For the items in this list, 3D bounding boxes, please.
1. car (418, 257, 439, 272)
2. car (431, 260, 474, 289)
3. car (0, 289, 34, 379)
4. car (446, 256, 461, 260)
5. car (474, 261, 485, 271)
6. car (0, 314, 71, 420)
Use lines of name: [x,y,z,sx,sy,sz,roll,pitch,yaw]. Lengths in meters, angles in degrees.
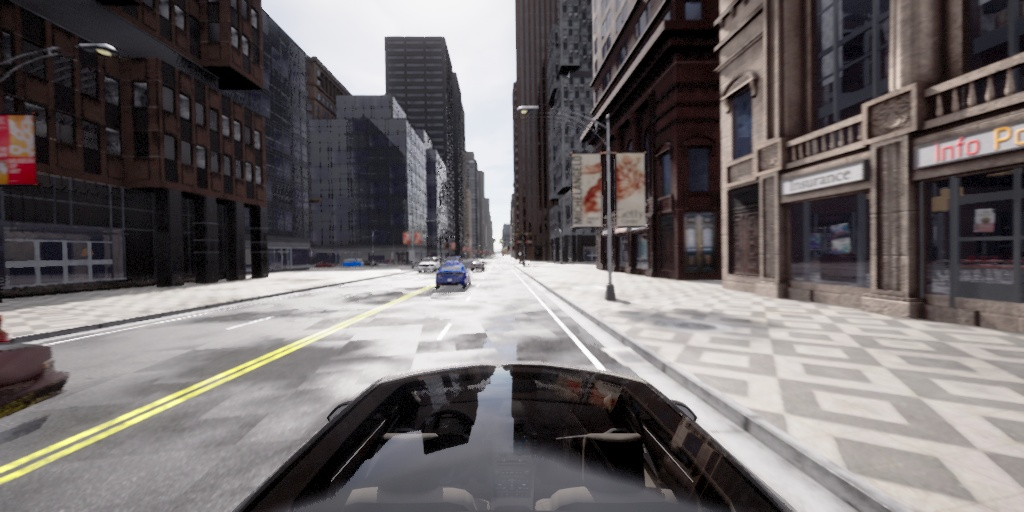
car: [-11.280,1.216,49.180,2.150,2.045,5.566,-1,0,-2]
car: [-3.822,1.284,23.910,1.882,1.535,5.008,-1,0,-2]
car: [-9.859,1.402,4.202,1.882,1.535,5.008,-1,0,-2]
car: [-8.032,1.068,49.235,2.150,2.045,5.566,-1,0,-2]
car: [-4.691,1.345,49.680,2.033,1.411,5.357,-1,0,-2]
car: [-6.538,1.413,2.119,2.033,1.411,5.357,-1,0,-2]
